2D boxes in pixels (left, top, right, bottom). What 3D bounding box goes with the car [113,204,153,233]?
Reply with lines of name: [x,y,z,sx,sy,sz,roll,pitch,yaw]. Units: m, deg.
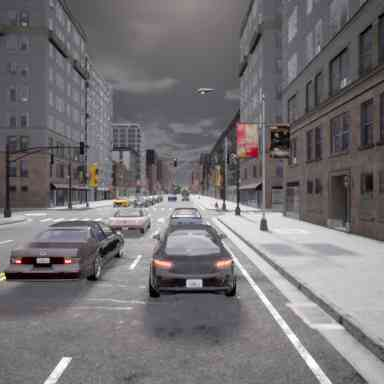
car: [-3.507,1.607,19.459,1.895,1.301,4.718,0,0,-1]

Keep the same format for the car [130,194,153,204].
car: [-7.561,1.514,50.049,2.128,1.511,4.902,0,0,-1]

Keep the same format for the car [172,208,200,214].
car: [-0.328,1.553,18.041,2.033,1.411,5.357,0,0,-1]

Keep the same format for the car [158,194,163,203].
car: [-7.853,1.554,69.272,2.128,1.511,4.902,0,0,-1]

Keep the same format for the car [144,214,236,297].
car: [-0.036,1.528,8.454,1.812,1.442,4.674,0,0,-2]

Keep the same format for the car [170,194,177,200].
car: [-5.030,1.399,90.729,1.837,1.490,4.892,0,0,-1]

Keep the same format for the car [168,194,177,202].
car: [-4.822,1.504,80.312,1.882,1.535,5.008,0,0,-1]

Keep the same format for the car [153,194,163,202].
car: [-8.056,1.372,79.503,2.097,1.767,4.553,0,0,-1]

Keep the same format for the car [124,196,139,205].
car: [-10.992,1.553,60.745,1.812,1.442,4.674,0,0,-1]

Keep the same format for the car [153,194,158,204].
car: [-7.729,1.518,59.402,2.128,1.511,4.902,0,0,-1]

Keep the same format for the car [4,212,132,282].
car: [-3.311,1.550,9.793,2.033,1.411,5.357,0,0,-1]

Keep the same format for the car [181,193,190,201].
car: [-1.581,1.622,80.823,1.895,1.301,4.718,0,0,-1]

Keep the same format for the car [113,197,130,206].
car: [-10.843,1.501,51.523,1.882,1.535,5.008,0,0,-1]
